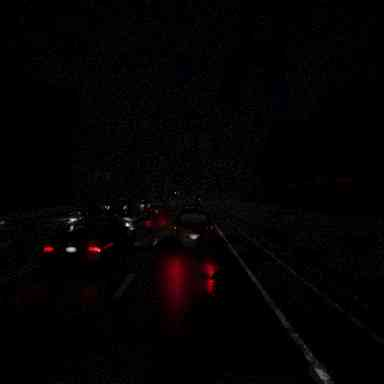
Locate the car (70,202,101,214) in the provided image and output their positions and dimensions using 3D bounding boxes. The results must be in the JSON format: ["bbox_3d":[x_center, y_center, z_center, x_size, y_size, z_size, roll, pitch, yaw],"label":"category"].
[{"bbox_3d":[-9.892,1.644,31.201,1.994,1.385,4.181,0,0,0],"label":"car"}]

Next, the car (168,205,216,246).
[{"bbox_3d":[0.074,1.551,15.215,1.812,1.442,4.674,0,0,0],"label":"car"}]

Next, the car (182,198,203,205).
[{"bbox_3d":[0.053,1.573,31.435,2.128,1.511,4.902,0,0,0],"label":"car"}]

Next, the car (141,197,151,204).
[{"bbox_3d":[-9.854,1.844,72.543,1.837,1.490,4.892,0,-1,0],"label":"car"}]

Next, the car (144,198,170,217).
[{"bbox_3d":[-3.198,1.613,32.543,1.812,1.442,4.674,0,0,0],"label":"car"}]

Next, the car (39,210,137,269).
[{"bbox_3d":[-3.171,1.566,11.220,2.033,1.411,5.357,0,0,0],"label":"car"}]

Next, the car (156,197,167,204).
[{"bbox_3d":[-6.604,1.897,72.547,1.994,1.385,4.181,0,-1,0],"label":"car"}]

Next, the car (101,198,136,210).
[{"bbox_3d":[-6.641,1.433,31.262,2.097,1.767,4.553,0,0,0],"label":"car"}]
